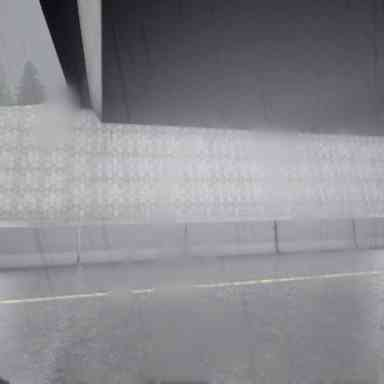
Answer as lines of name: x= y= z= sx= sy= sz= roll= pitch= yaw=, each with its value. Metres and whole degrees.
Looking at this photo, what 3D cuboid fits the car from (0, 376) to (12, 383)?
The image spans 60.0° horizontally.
car: x=-2.969 y=1.564 z=1.428 sx=4.181 sy=1.385 sz=1.994 roll=0 pitch=0 yaw=-15
